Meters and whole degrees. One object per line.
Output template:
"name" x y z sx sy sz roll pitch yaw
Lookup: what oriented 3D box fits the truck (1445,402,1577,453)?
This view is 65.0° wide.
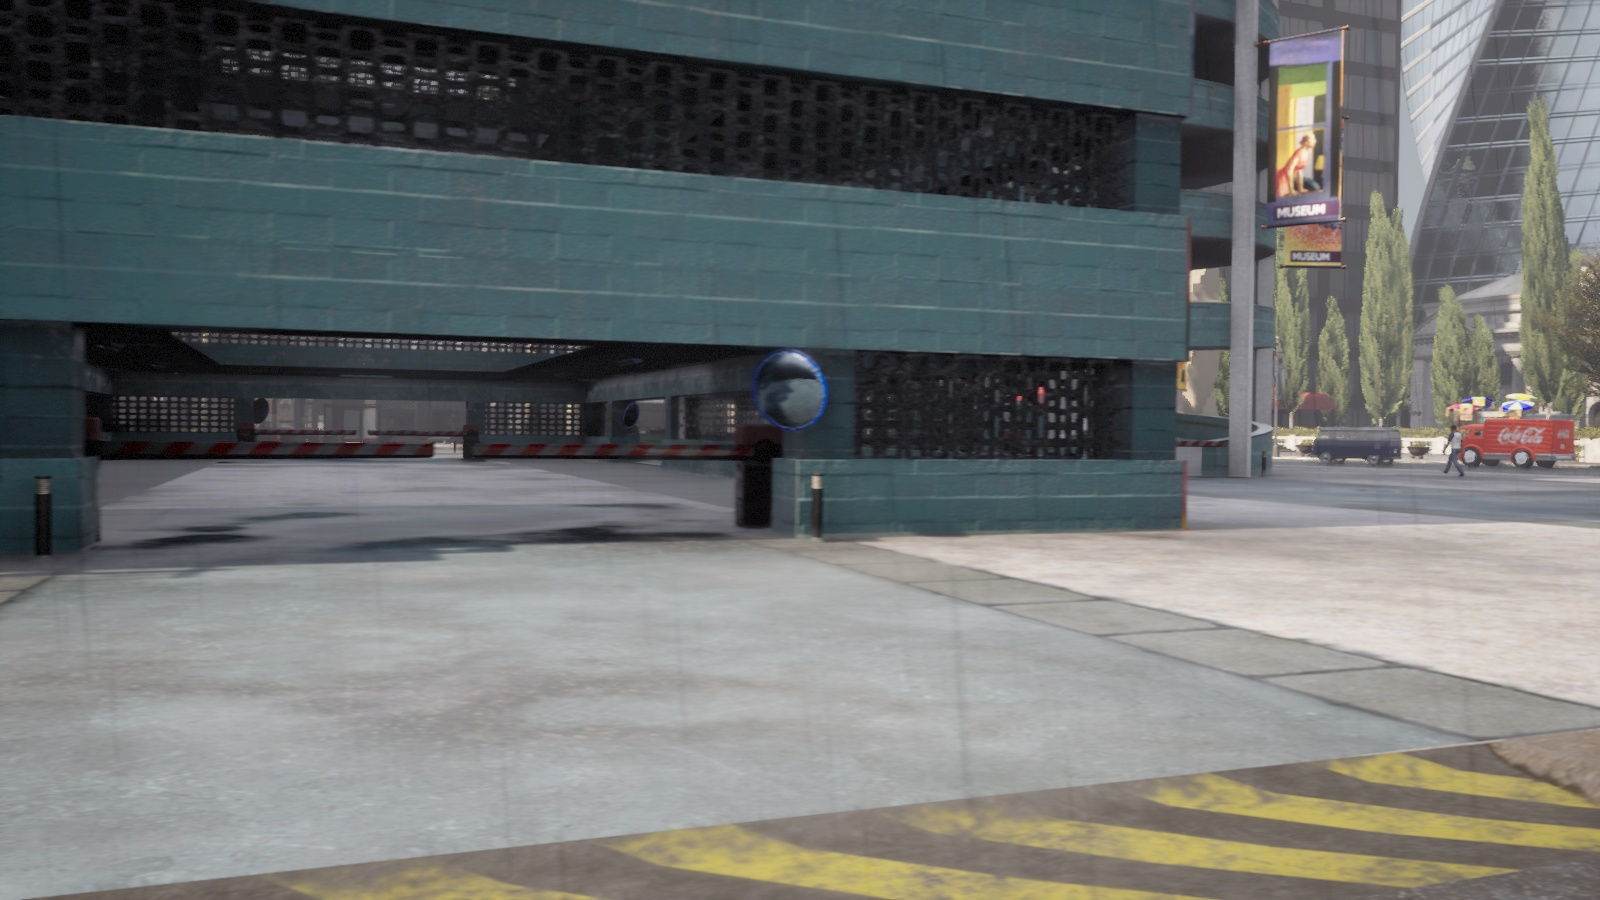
"truck" 36.027 -1.116 63.779 2.627 2.467 5.204 -1 1 -33

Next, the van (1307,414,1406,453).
"van" 29.381 -0.848 66.440 1.775 1.987 4.442 -1 1 -41

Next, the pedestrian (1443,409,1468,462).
"pedestrian" 22.937 -0.508 43.927 0.354 1.836 0.706 -1 1 -22
